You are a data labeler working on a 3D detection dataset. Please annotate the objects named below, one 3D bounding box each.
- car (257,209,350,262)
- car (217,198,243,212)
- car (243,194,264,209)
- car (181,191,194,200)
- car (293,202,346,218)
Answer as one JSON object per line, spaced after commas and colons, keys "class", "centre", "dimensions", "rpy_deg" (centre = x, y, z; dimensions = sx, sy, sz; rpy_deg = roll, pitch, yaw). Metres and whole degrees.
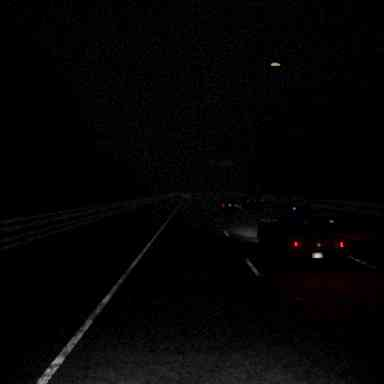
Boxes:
{"class": "car", "centre": [3.602, 1.514, 11.746], "dimensions": [1.895, 1.301, 4.718], "rpy_deg": [0, 0, 0]}
{"class": "car", "centre": [3.604, 1.295, 34.066], "dimensions": [2.033, 1.411, 5.357], "rpy_deg": [0, 0, 0]}
{"class": "car", "centre": [7.105, 1.060, 39.517], "dimensions": [2.097, 1.767, 4.553], "rpy_deg": [0, 0, 0]}
{"class": "car", "centre": [-1.218, 0.720, 72.072], "dimensions": [2.150, 2.045, 5.566], "rpy_deg": [0, 0, 0]}
{"class": "car", "centre": [7.102, 1.334, 19.373], "dimensions": [1.882, 1.535, 5.008], "rpy_deg": [0, 0, 0]}
